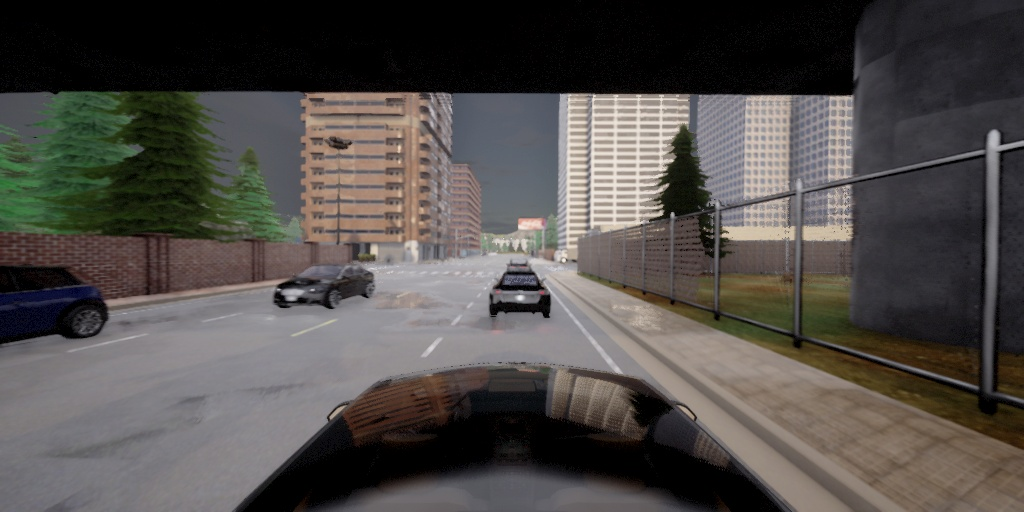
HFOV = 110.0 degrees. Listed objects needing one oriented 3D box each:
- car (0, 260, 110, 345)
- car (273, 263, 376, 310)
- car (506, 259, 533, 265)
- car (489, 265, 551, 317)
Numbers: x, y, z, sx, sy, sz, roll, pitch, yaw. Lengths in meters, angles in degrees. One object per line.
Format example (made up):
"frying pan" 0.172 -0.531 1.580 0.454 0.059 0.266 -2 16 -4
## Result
"car" -10.537 0.970 6.414 2.097 1.767 4.553 0 1 1
"car" -6.899 1.050 13.739 2.128 1.511 4.902 0 1 1
"car" 0.546 0.946 27.060 2.128 1.511 4.902 0 1 2
"car" 0.279 1.187 12.604 1.994 1.385 4.181 0 1 1
